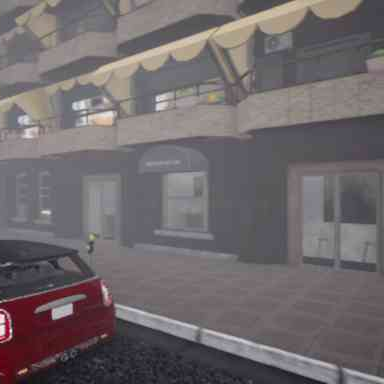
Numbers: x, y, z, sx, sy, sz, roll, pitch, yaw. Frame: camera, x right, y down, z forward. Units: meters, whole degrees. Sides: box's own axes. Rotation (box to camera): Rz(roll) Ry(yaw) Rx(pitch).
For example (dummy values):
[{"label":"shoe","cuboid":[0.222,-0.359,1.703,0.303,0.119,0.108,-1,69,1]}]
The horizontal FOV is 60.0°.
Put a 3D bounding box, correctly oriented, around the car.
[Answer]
[{"label":"car","cuboid":[-3.128,1.461,5.109,4.097,1.590,1.967,0,0,36]}]
